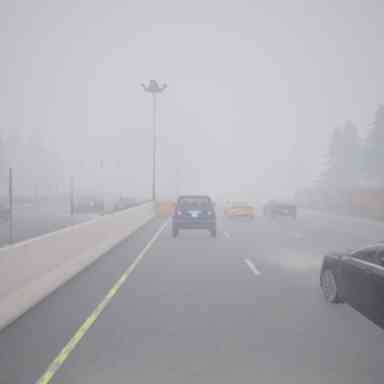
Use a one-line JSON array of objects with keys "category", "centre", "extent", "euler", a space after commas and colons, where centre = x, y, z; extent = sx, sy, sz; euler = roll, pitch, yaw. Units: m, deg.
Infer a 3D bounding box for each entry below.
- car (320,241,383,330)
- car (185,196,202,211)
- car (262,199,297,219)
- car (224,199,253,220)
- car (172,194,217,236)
[{"category": "car", "centre": [3.606, 1.460, 5.103], "extent": [2.128, 1.511, 4.902], "euler": [0, 0, 0]}, {"category": "car", "centre": [0.136, 1.256, 37.344], "extent": [1.837, 1.490, 4.892], "euler": [0, 0, 0]}, {"category": "car", "centre": [7.126, 1.302, 27.463], "extent": [1.882, 1.535, 5.008], "euler": [0, 0, 0]}, {"category": "car", "centre": [3.625, 1.305, 26.535], "extent": [1.882, 1.535, 5.008], "euler": [0, 0, 0]}, {"category": "car", "centre": [0.117, 1.105, 17.724], "extent": [2.150, 2.045, 5.566], "euler": [0, 1, 0]}]
